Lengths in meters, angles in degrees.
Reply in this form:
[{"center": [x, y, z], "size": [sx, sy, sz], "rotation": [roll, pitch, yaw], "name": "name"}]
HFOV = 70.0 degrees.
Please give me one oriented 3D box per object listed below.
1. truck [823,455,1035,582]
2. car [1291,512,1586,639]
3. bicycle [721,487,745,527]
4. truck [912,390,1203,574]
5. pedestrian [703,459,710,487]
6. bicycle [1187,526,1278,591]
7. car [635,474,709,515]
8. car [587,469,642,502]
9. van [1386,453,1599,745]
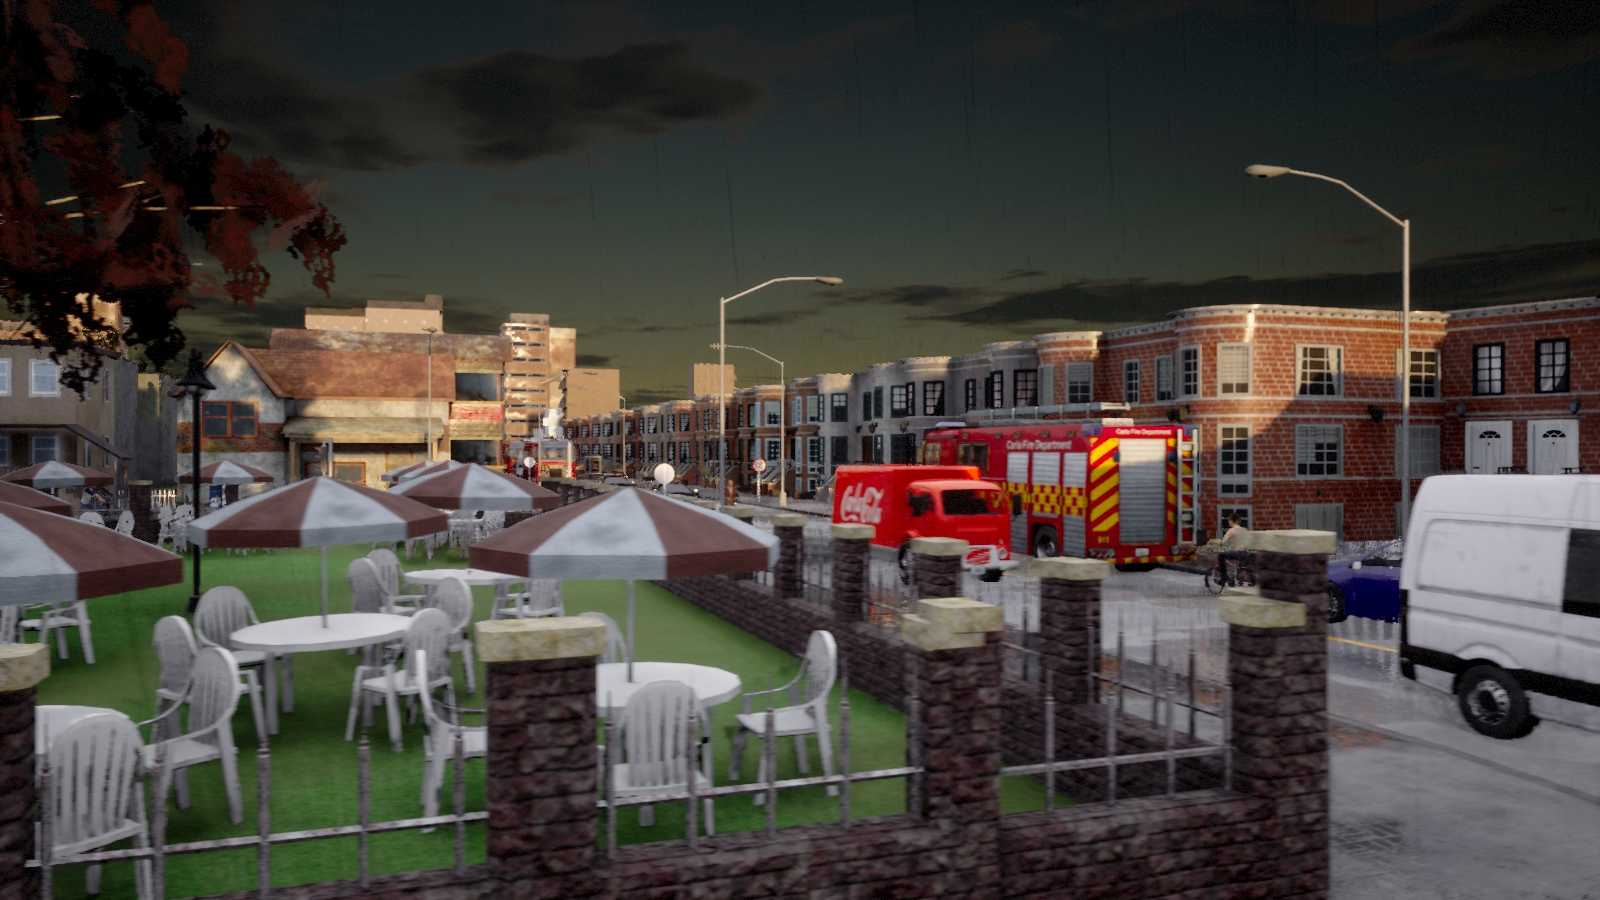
[{"center": [2.676, 1.350, 25.297], "size": [2.627, 2.467, 5.204], "rotation": [0, 0, -20], "name": "truck"}, {"center": [9.617, 1.817, 17.523], "size": [1.845, 1.501, 3.633], "rotation": [0, 0, -20], "name": "car"}, {"center": [-2.314, 1.944, 39.269], "size": [0.329, 1.271, 1.835], "rotation": [0, 0, -20], "name": "bicycle"}, {"center": [5.923, 0.672, 28.250], "size": [2.891, 3.827, 8.468], "rotation": [0, 0, -20], "name": "truck"}, {"center": [-6.219, 1.536, 75.933], "size": [0.375, 1.860, 0.375], "rotation": [0, 0, -27], "name": "pedestrian"}, {"center": [8.189, 2.036, 21.679], "size": [0.859, 1.080, 1.487], "rotation": [0, 0, -19], "name": "bicycle"}, {"center": [-5.443, 1.824, 47.993], "size": [2.038, 1.542, 4.974], "rotation": [0, 0, -20], "name": "car"}, {"center": [-9.813, 1.827, 60.164], "size": [2.038, 1.542, 4.974], "rotation": [0, 0, -19], "name": "car"}, {"center": [8.161, 1.314, 9.777], "size": [1.988, 2.561, 5.915], "rotation": [0, 0, -18], "name": "van"}]
